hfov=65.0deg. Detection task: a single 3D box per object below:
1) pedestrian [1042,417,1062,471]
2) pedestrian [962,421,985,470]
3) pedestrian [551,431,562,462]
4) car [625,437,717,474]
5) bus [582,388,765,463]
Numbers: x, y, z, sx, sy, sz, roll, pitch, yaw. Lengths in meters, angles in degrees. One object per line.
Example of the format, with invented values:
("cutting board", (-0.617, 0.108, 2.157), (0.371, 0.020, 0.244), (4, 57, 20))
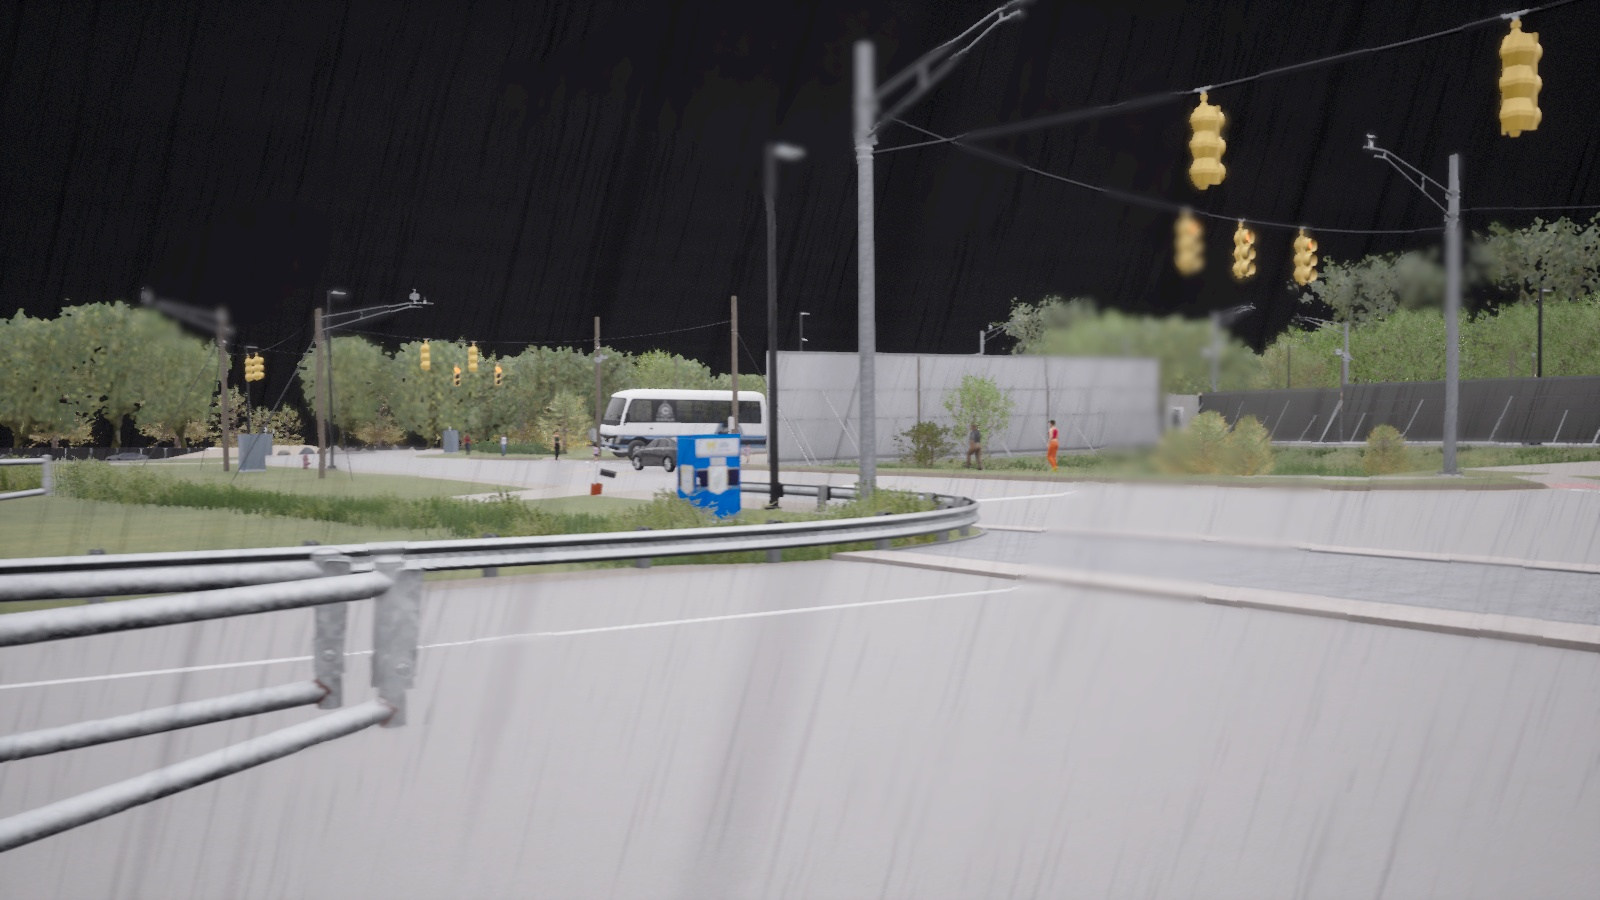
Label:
("pedestrian", (8.713, -0.206, 43.384), (0.345, 1.836, 0.594), (-2, 3, -37))
("pedestrian", (6.609, -0.170, 47.915), (0.540, 1.848, 0.694), (-2, 2, -33))
("pedestrian", (-14.446, -0.230, 74.459), (0.345, 1.836, 0.594), (-2, 3, -35))
("car", (-5.701, 0.197, 55.085), (1.837, 1.490, 4.892), (-2, 2, -35))
("bus", (-7.643, -1.518, 76.516), (10.273, 4.253, 3.944), (0, 4, -29))
